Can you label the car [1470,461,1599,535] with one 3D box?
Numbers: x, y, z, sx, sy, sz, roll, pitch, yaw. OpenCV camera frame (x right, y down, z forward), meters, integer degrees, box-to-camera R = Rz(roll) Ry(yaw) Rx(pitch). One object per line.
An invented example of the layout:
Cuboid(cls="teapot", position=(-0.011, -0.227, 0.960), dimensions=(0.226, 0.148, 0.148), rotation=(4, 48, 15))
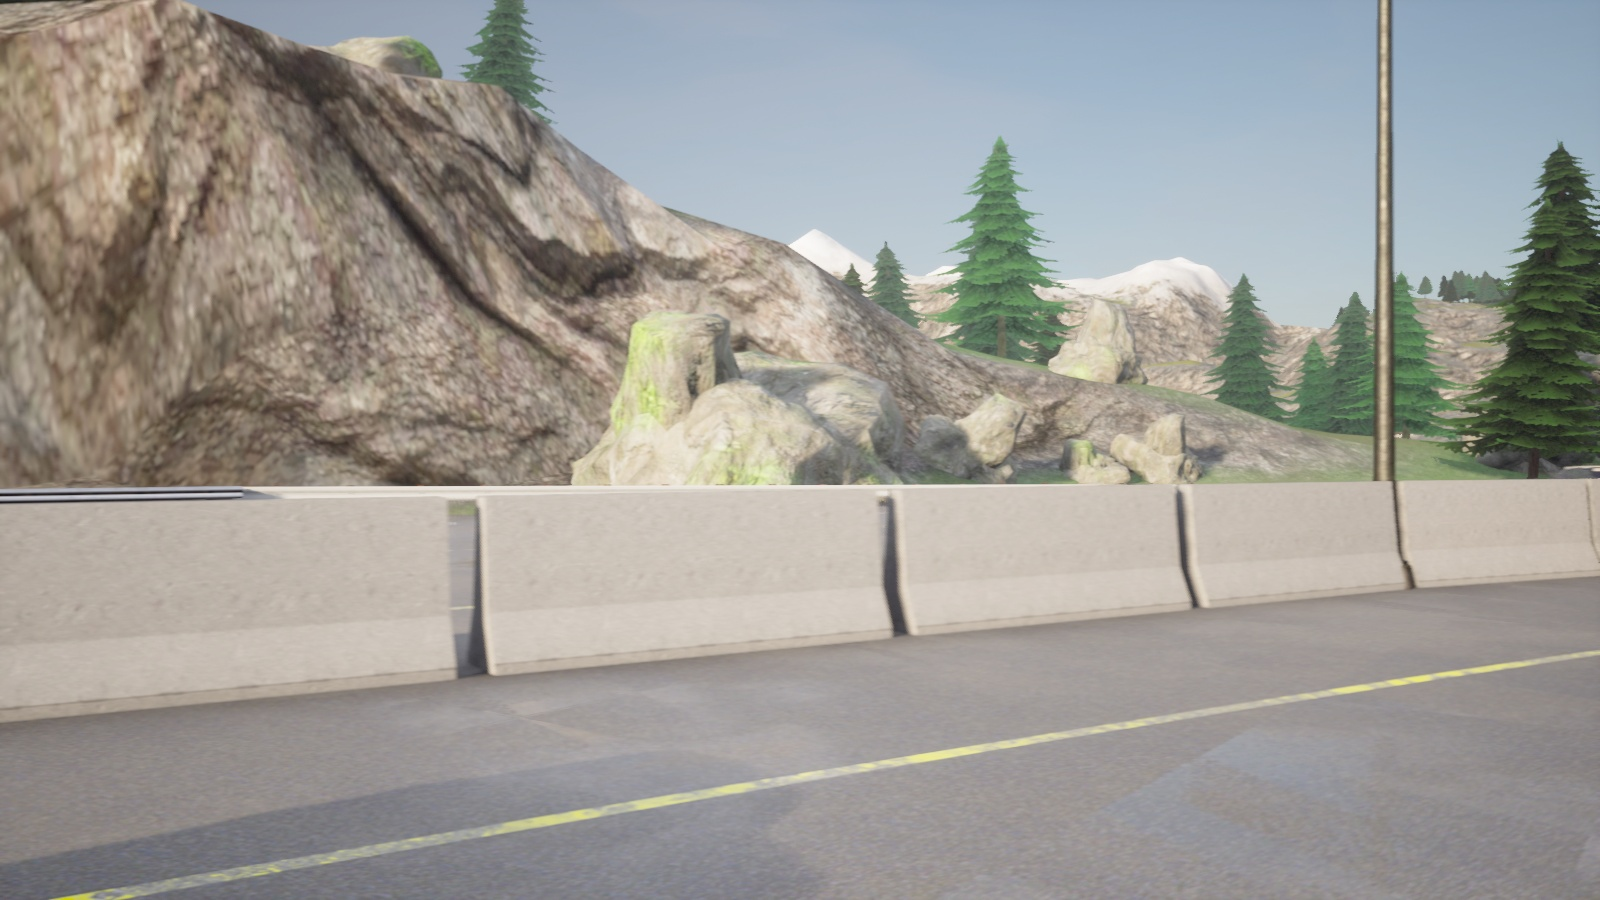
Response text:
Cuboid(cls="car", position=(15.360, 0.868, 24.129), dimensions=(4.718, 1.301, 1.895), rotation=(0, 0, -24))
